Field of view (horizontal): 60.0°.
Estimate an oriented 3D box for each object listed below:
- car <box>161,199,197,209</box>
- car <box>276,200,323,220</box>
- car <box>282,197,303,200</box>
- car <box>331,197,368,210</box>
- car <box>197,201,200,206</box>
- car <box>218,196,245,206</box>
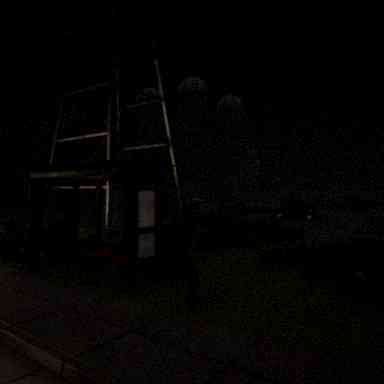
[{"bbox_3d":[-1.986,1.621,35.198,4.193,1.474,1.816,0,0,36],"label":"car"},{"bbox_3d":[9.134,1.638,28.618,3.905,1.438,1.784,0,0,36],"label":"car"},{"bbox_3d":[19.659,1.746,66.056,4.611,1.667,2.242,0,0,36],"label":"car"},{"bbox_3d":[22.173,1.517,46.931,4.605,1.855,1.932,0,0,36],"label":"car"},{"bbox_3d":[-0.946,1.717,50.628,2.033,1.411,5.357,0,0,36],"label":"car"},{"bbox_3d":[5.462,1.482,46.452,3.866,1.878,1.905,0,0,36],"label":"car"}]
